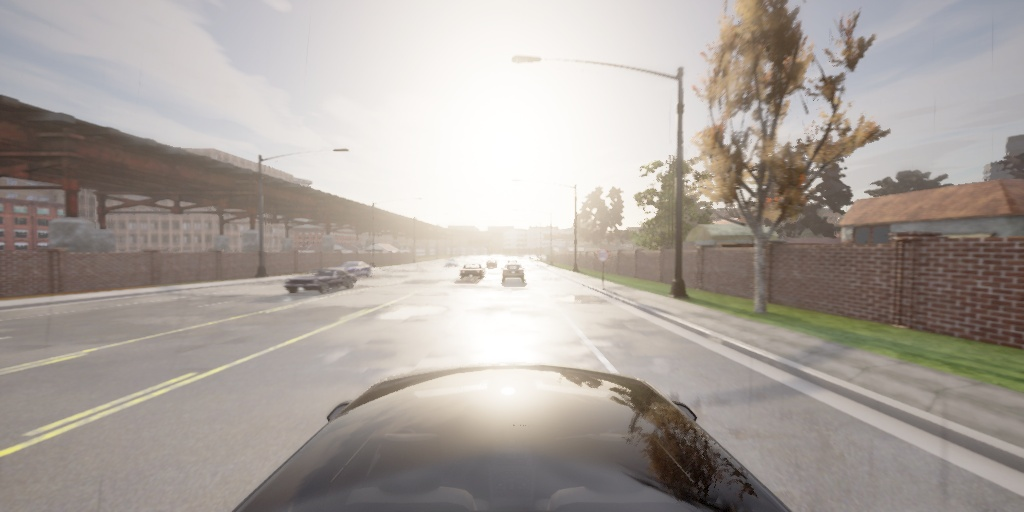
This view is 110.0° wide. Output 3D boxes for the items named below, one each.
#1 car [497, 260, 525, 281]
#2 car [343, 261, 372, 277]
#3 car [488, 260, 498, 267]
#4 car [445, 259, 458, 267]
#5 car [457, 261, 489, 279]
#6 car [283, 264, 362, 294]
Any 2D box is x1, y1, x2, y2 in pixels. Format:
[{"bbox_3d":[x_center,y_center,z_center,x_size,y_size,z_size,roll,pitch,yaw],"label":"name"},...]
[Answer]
[{"bbox_3d":[0.096,1.283,29.560,2.033,1.411,5.357,0,0,0],"label":"car"},{"bbox_3d":[-14.080,1.211,31.738,1.882,1.535,5.008,0,0,0],"label":"car"},{"bbox_3d":[-3.408,1.293,61.654,1.895,1.301,4.718,0,0,0],"label":"car"},{"bbox_3d":[-10.508,1.226,63.181,1.812,1.442,4.674,0,0,0],"label":"car"},{"bbox_3d":[-3.404,1.335,31.937,1.895,1.301,4.718,0,0,0],"label":"car"},{"bbox_3d":[-10.571,1.341,20.166,1.895,1.301,4.718,0,0,0],"label":"car"}]
